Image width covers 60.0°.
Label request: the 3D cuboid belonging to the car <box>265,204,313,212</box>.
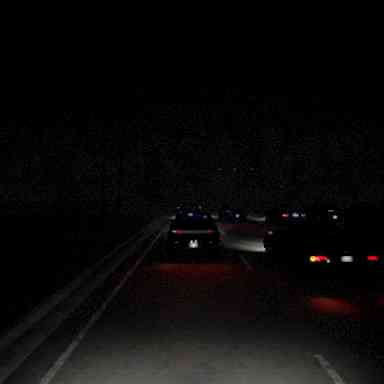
[{"bbox_3d":[6.870,1.622,24.998,2.033,1.411,5.357,0,0,-2],"label":"car"}]

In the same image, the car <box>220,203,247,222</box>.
[{"bbox_3d":[3.258,1.607,27.275,1.812,1.442,4.674,0,0,-4],"label":"car"}]

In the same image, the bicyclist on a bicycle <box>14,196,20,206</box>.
[{"bbox_3d":[-29.228,1.468,55.594,0.582,1.620,1.656,0,0,0],"label":"bicyclist on a bicycle"}]

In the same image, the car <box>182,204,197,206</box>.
[{"bbox_3d":[-0.218,1.643,26.283,1.994,1.385,4.181,0,0,-3],"label":"car"}]

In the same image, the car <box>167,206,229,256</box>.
[{"bbox_3d":[0.068,1.530,13.247,2.128,1.511,4.902,0,0,0],"label":"car"}]

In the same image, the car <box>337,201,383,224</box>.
[{"bbox_3d":[13.877,1.572,26.710,2.128,1.511,4.902,0,0,-2],"label":"car"}]

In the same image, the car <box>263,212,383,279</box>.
[{"bbox_3d":[3.544,1.578,10.080,2.033,1.411,5.357,0,0,0],"label":"car"}]

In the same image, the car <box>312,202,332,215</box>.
[{"bbox_3d":[10.350,1.585,26.734,1.837,1.490,4.892,0,0,-3],"label":"car"}]

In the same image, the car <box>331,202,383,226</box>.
[{"bbox_3d":[7.059,1.387,11.843,2.097,1.767,4.553,0,0,0],"label":"car"}]
